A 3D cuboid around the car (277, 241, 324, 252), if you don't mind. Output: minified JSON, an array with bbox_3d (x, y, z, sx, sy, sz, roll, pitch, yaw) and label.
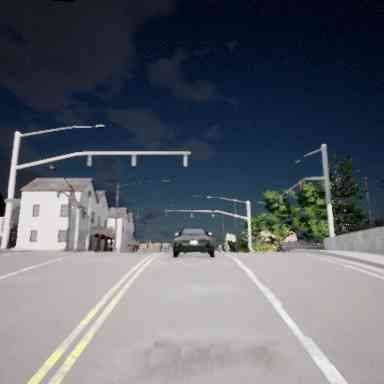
[{"bbox_3d":[10.186,5.302,31.229,4.181,1.385,1.994,0,-13,-2],"label":"car"}]

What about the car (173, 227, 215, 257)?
[{"bbox_3d":[0.082,2.469,16.687,1.994,1.385,4.181,-1,-8,0],"label":"car"}]
